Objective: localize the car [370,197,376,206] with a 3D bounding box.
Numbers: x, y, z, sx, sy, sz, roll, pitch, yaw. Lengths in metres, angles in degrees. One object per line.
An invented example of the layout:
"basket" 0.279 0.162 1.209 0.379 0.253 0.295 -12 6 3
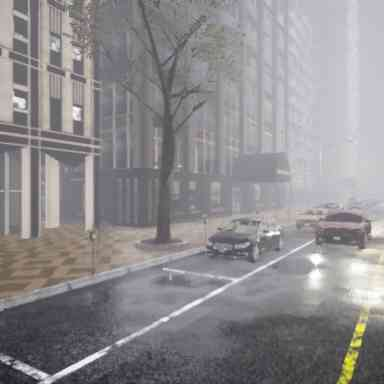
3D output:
"car" 26.511 1.791 50.783 1.802 1.307 4.206 0 0 32

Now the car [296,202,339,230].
"car" 8.119 1.635 21.759 1.752 1.417 4.829 0 0 32

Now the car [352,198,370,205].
"car" 20.411 1.746 41.156 1.947 1.339 4.313 0 0 32

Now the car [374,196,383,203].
"car" 44.810 1.721 79.664 1.967 1.590 4.097 0 0 32

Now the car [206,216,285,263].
"car" 2.111 1.619 12.276 2.008 1.369 4.403 0 0 32

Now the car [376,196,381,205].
"car" 32.610 1.781 60.410 1.887 1.381 4.507 0 0 32

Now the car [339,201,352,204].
"car" 11.261 1.570 26.718 1.967 1.590 4.097 0 0 32

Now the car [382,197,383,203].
"car" 38.710 1.811 70.036 2.008 1.369 4.403 0 0 32

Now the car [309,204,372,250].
"car" 7.021 1.555 15.169 1.882 1.535 5.008 0 0 32
